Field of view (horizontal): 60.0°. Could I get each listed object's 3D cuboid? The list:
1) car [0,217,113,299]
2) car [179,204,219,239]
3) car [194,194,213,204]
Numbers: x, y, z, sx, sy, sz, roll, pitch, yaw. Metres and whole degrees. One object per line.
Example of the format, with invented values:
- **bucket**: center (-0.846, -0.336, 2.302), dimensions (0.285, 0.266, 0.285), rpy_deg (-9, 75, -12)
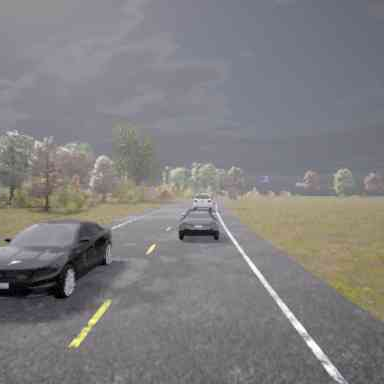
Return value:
- **car**: center (-3.490, 1.478, 8.693), dimensions (1.882, 1.535, 5.008), rpy_deg (0, 0, 1)
- **car**: center (0.365, 1.568, 17.452), dimensions (1.994, 1.385, 4.181), rpy_deg (0, 0, 1)
- **car**: center (1.360, 1.235, 40.865), dimensions (2.150, 2.045, 5.566), rpy_deg (0, 0, 3)
